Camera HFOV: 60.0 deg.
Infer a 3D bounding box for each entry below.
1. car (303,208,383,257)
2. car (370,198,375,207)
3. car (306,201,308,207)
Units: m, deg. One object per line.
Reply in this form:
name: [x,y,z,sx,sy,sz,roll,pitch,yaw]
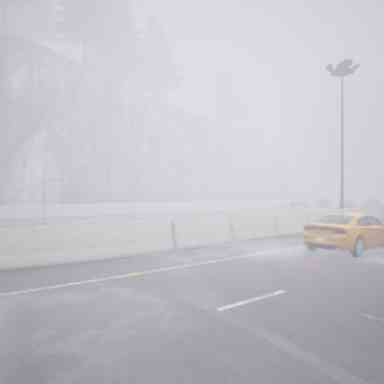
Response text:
car: [6.468,1.560,13.418,5.008,1.535,1.882,1,-1,-40]
car: [27.602,1.675,50.957,2.097,1.767,4.553,0,0,37]
car: [17.849,1.911,55.429,1.895,1.301,4.718,0,0,39]
